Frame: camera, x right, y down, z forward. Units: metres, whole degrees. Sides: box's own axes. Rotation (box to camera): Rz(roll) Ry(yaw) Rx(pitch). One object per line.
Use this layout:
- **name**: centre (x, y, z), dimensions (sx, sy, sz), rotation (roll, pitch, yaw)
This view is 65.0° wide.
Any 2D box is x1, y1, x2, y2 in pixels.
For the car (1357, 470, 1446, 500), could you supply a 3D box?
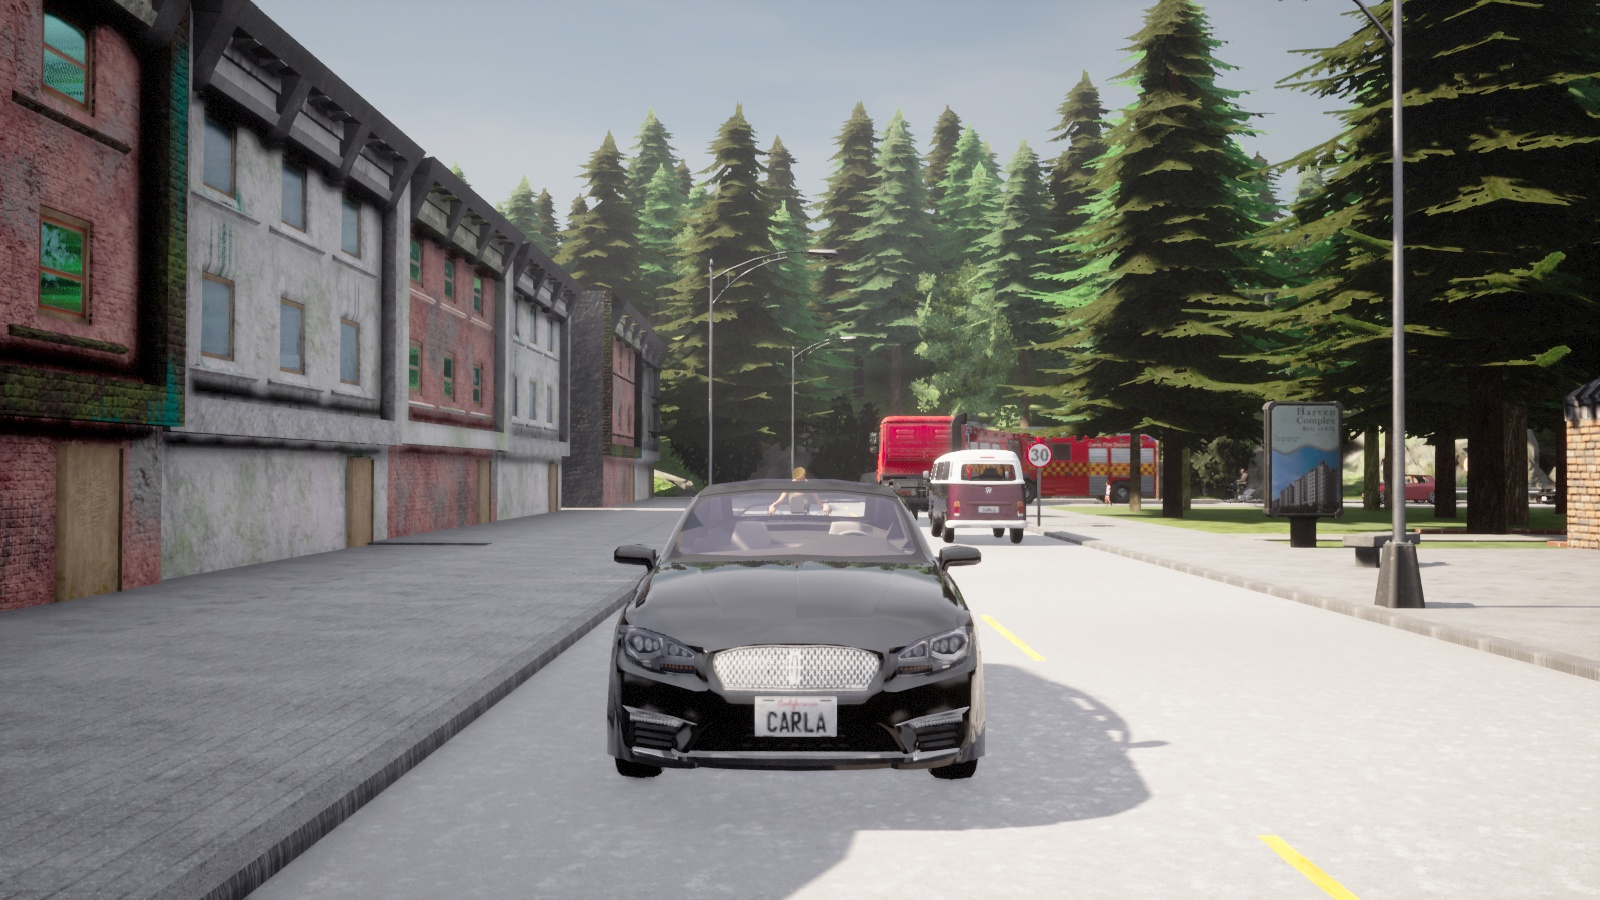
- **car**: centre (30.329, 1.769, 63.390), dimensions (3.633, 1.501, 1.845), rotation (0, -1, 0)

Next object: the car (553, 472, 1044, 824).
- **car**: centre (-0.007, 0.904, 7.915), dimensions (2.128, 1.511, 4.902), rotation (0, -1, 0)

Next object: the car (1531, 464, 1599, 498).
- **car**: centre (39.875, 1.562, 63.444), dimensions (4.611, 1.667, 2.242), rotation (0, -1, 0)

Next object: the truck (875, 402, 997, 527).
- **truck**: centre (4.011, 0.466, 38.741), dimensions (2.891, 3.462, 7.936), rotation (0, -1, 0)

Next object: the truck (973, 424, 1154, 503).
- **truck**: centre (13.244, 0.659, 63.485), dimensions (8.468, 3.827, 2.891), rotation (0, 0, -2)

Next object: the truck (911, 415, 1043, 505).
- **truck**: centre (8.337, 0.564, 58.048), dimensions (2.891, 3.827, 8.468), rotation (-1, -2, 31)

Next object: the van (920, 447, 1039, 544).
- **van**: centre (4.006, 1.004, 28.737), dimensions (2.069, 2.038, 4.480), rotation (0, -1, 0)

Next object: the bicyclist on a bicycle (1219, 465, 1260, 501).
- **bicyclist on a bicycle**: centre (22.160, 1.657, 63.350), dimensions (1.843, 1.776, 0.659), rotation (0, -1, 0)
